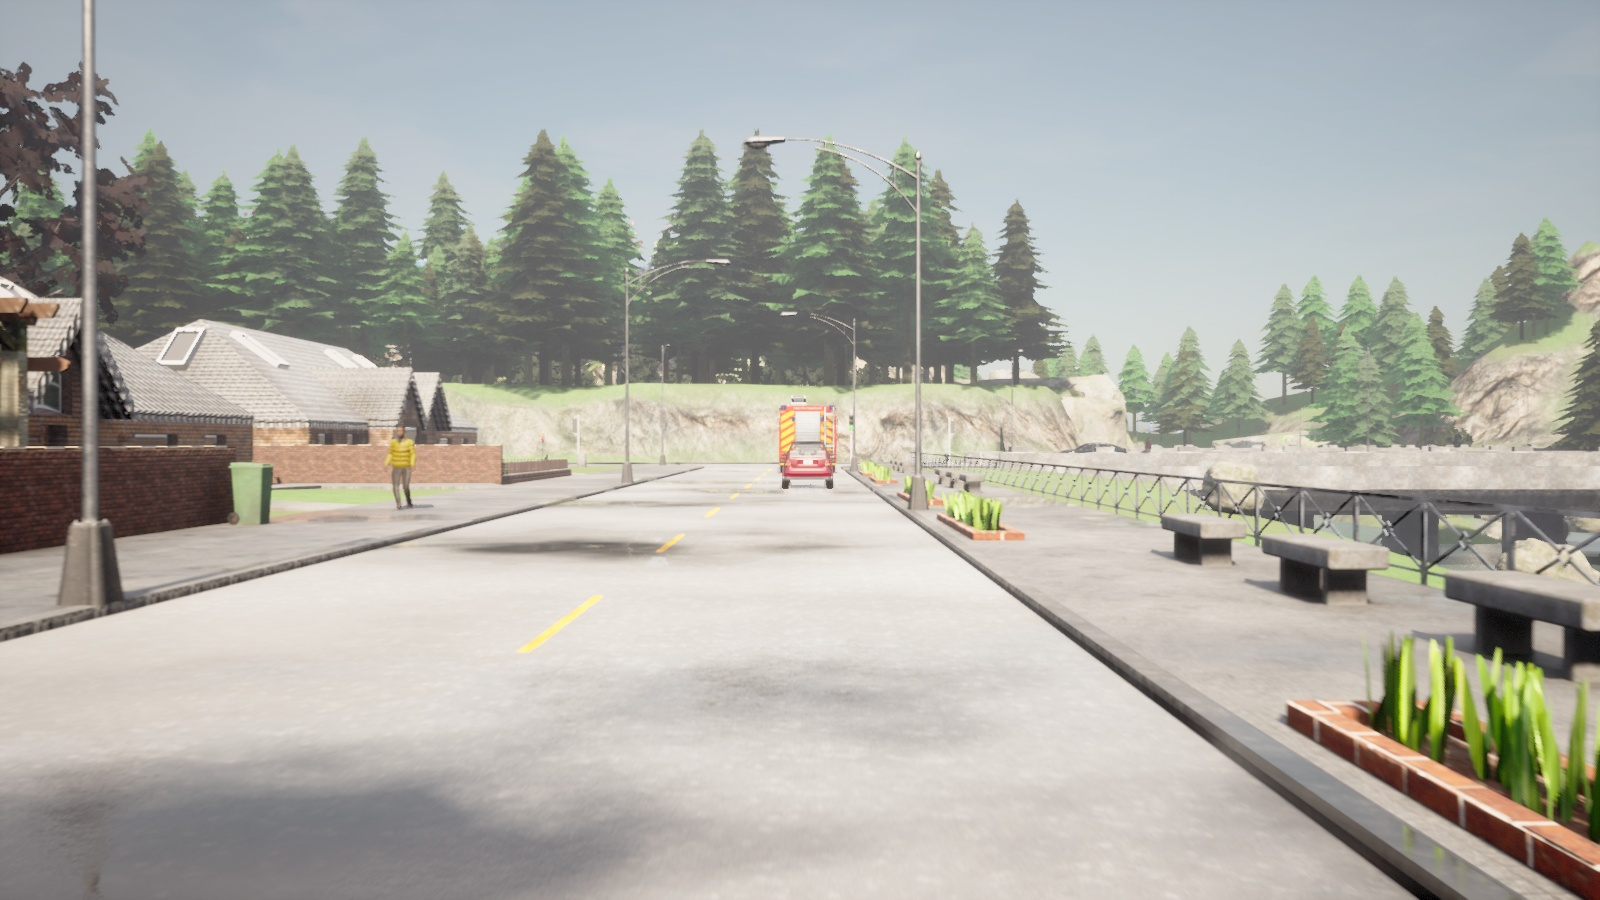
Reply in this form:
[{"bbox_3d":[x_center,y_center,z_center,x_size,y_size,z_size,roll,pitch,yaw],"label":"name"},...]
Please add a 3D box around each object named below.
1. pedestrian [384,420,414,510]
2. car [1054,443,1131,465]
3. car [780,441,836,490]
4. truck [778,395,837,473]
[{"bbox_3d":[-8.263,0.304,25.902,0.431,1.840,0.709,0,0,-3],"label":"pedestrian"},{"bbox_3d":[20.059,0.282,86.238,4.892,1.490,1.837,0,0,0],"label":"car"},{"bbox_3d":[0.259,0.487,42.273,1.789,1.549,3.705,0,0,0],"label":"car"},{"bbox_3d":[0.395,-0.788,65.729,2.891,3.827,8.468,0,0,0],"label":"truck"}]
